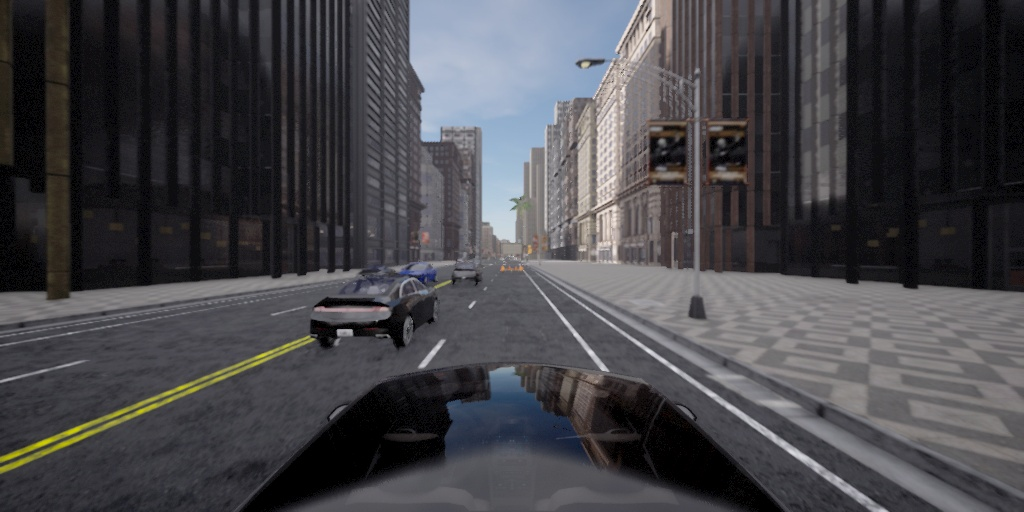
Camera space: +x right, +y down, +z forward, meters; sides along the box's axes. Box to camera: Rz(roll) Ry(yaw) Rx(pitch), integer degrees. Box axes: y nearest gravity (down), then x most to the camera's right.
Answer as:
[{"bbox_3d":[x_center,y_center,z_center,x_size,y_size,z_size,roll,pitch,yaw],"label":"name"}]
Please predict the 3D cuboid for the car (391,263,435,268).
[{"bbox_3d":[-6.596,1.220,25.402,1.882,1.535,5.008,0,0,0],"label":"car"}]

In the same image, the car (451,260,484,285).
[{"bbox_3d":[-3.148,1.234,25.878,2.128,1.511,4.902,0,0,0],"label":"car"}]

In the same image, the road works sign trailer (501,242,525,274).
[{"bbox_3d":[0.001,0.208,41.041,2.380,3.560,2.880,0,0,0],"label":"road works sign trailer"}]

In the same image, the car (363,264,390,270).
[{"bbox_3d":[-9.845,1.307,26.296,1.994,1.385,4.181,0,0,0],"label":"car"}]

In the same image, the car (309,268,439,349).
[{"bbox_3d":[-3.150,1.238,9.188,2.128,1.511,4.902,0,0,0],"label":"car"}]
